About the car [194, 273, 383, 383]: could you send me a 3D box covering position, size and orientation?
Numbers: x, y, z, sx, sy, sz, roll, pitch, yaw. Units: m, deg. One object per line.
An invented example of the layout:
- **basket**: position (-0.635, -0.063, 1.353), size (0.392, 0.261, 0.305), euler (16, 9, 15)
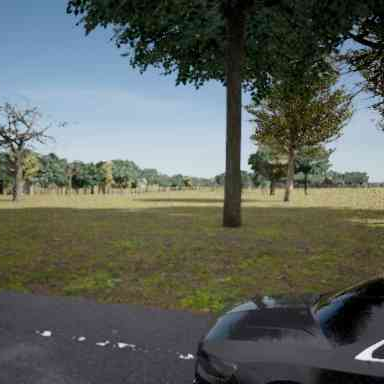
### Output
- **car**: position (2.433, 1.486, 2.948), size (4.892, 1.490, 1.837), euler (1, 1, 17)
